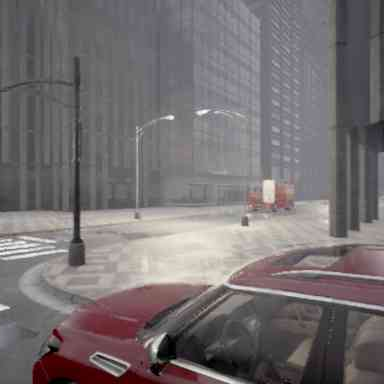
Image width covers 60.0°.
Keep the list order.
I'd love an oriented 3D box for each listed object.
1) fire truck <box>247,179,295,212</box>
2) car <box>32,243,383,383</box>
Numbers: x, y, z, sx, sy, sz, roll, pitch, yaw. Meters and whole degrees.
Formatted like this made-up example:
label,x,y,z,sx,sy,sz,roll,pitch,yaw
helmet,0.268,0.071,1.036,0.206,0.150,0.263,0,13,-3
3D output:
label,x,y,z,sx,sy,sz,roll,pitch,yaw
fire truck,9.937,0.431,41.020,2.891,3.827,8.468,0,0,35
car,1.017,1.315,2.240,5.009,1.841,2.192,0,0,36
